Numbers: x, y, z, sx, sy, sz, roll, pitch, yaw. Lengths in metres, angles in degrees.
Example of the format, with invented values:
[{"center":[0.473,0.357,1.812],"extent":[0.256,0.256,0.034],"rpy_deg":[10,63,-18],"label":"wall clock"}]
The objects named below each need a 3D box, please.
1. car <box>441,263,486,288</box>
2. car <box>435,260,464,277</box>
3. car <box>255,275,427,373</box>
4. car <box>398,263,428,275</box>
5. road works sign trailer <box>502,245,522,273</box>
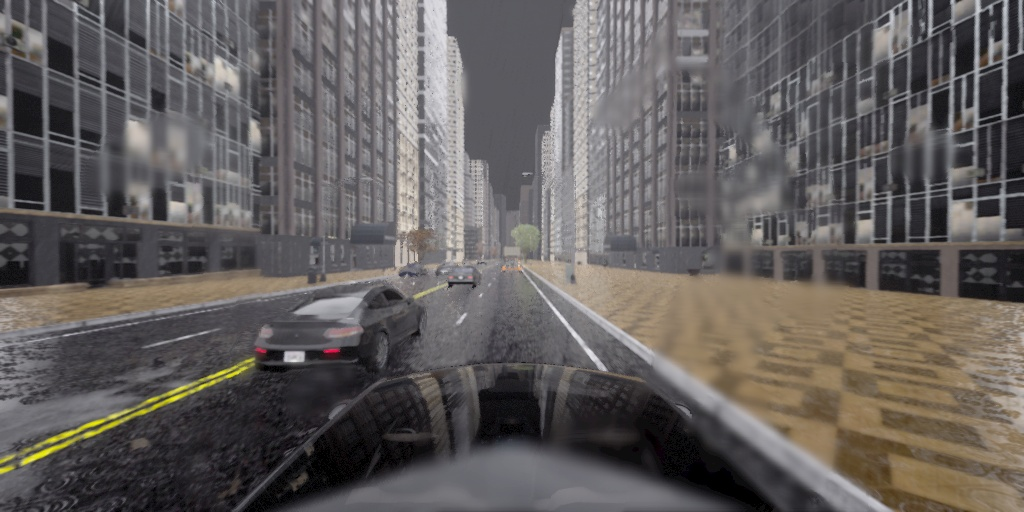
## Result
[{"center":[-3.159,1.390,24.516],"extent":[2.033,1.411,5.357],"rpy_deg":[0,0,0],"label":"car"},{"center":[-6.597,1.385,36.933],"extent":[2.128,1.511,4.902],"rpy_deg":[0,0,0],"label":"car"},{"center":[-3.152,1.299,7.496],"extent":[1.812,1.442,4.674],"rpy_deg":[0,0,0],"label":"car"},{"center":[-9.853,1.437,36.275],"extent":[2.033,1.411,5.357],"rpy_deg":[0,0,0],"label":"car"},{"center":[-0.001,0.399,46.935],"extent":[2.380,3.560,2.880],"rpy_deg":[0,0,1],"label":"road works sign trailer"}]
